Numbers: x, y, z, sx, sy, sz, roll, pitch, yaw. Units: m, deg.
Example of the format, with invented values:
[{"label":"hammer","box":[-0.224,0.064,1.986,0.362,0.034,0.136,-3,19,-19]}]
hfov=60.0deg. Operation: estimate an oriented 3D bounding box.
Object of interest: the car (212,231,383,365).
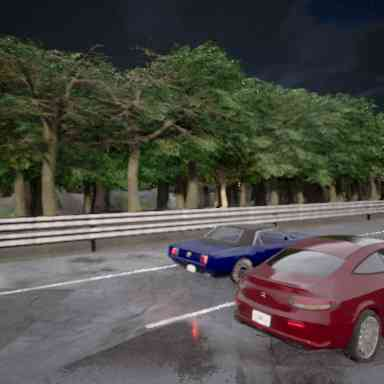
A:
[{"label":"car","box":[2.785,1.478,5.732,4.674,1.442,1.812,-1,0,-36]}]

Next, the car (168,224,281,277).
[{"label":"car","box":[1.786,1.542,9.318,4.718,1.301,1.895,-1,0,-35]}]
